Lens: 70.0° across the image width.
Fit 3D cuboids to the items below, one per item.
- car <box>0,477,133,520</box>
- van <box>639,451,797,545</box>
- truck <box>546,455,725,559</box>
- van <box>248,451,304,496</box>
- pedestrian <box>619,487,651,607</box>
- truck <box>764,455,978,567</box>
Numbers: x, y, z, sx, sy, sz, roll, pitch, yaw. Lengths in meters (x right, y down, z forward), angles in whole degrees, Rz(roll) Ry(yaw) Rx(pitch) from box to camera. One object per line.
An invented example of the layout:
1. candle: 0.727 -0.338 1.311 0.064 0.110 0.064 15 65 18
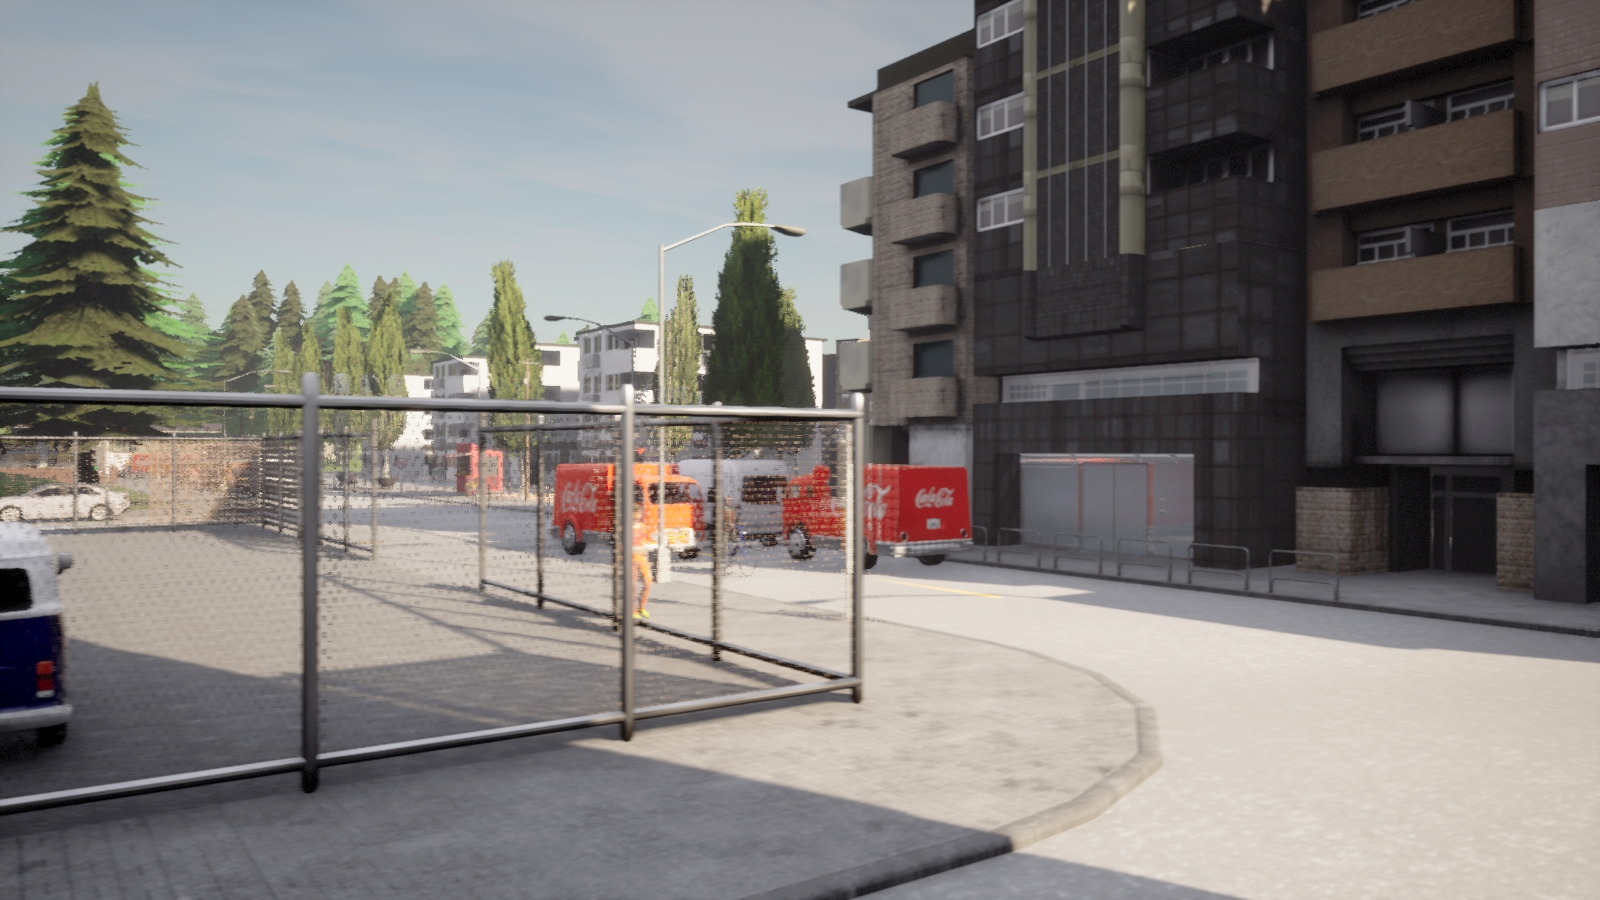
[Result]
1. car: -28.816 1.843 44.329 4.892 1.480 2.231 0 0 -35
2. van: -2.585 1.327 34.249 1.988 2.561 5.915 0 0 -35
3. truck: -4.437 1.361 30.038 2.627 2.467 5.204 0 0 -35
4. van: -31.370 1.324 68.319 1.988 2.561 5.915 0 0 -35
5. pedestrian: -2.616 1.531 18.112 0.375 1.860 0.375 0 0 -35
6. truck: 1.628 1.362 28.265 2.627 2.467 5.204 0 0 -35
